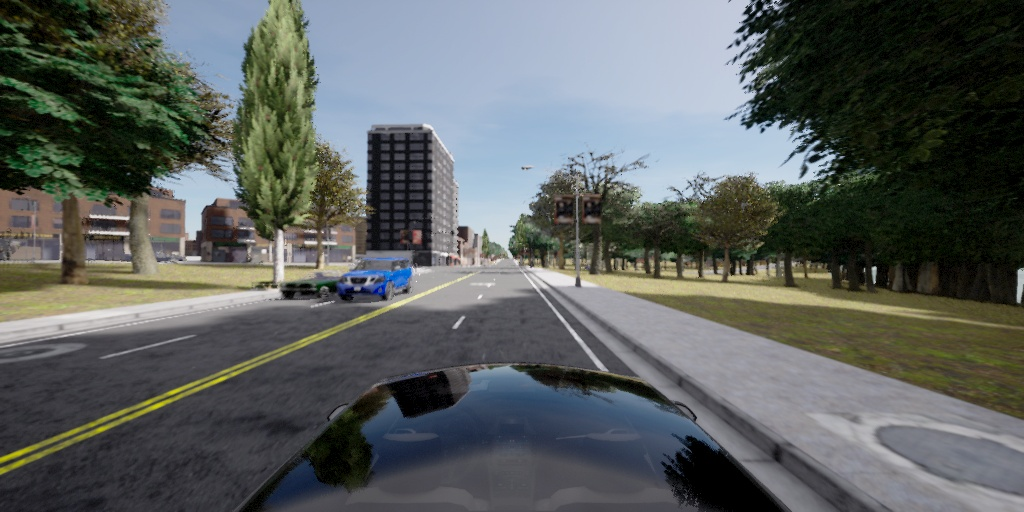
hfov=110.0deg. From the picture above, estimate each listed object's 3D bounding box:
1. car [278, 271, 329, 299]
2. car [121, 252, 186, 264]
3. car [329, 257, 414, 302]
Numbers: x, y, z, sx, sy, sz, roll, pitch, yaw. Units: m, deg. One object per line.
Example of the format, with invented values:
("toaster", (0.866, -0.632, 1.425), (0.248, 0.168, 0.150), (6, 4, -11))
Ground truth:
("car", (-9.856, 1.441, 18.687), (1.895, 1.301, 4.718), (0, 0, 0))
("car", (-41.746, 0.238, 41.918), (5.357, 1.411, 2.033), (2, -2, -43))
("car", (-6.607, 1.058, 18.079), (2.150, 2.045, 5.566), (0, 0, 0))
